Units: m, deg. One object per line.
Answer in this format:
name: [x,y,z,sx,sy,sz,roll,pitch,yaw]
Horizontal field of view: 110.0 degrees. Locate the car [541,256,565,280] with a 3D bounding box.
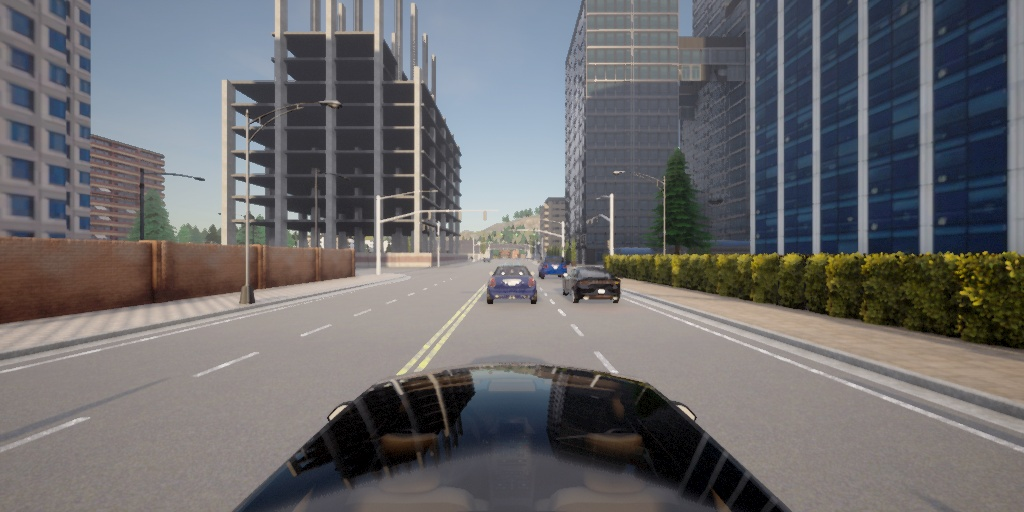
car: [3.500,1.007,31.530,2.150,2.045,5.566,0,0,0]

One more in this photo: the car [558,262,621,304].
car: [3.500,1.234,16.500,1.882,1.535,5.008,0,0,0]

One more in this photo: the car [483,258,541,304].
car: [0.000,1.115,16.470,2.097,1.767,4.553,0,0,0]
